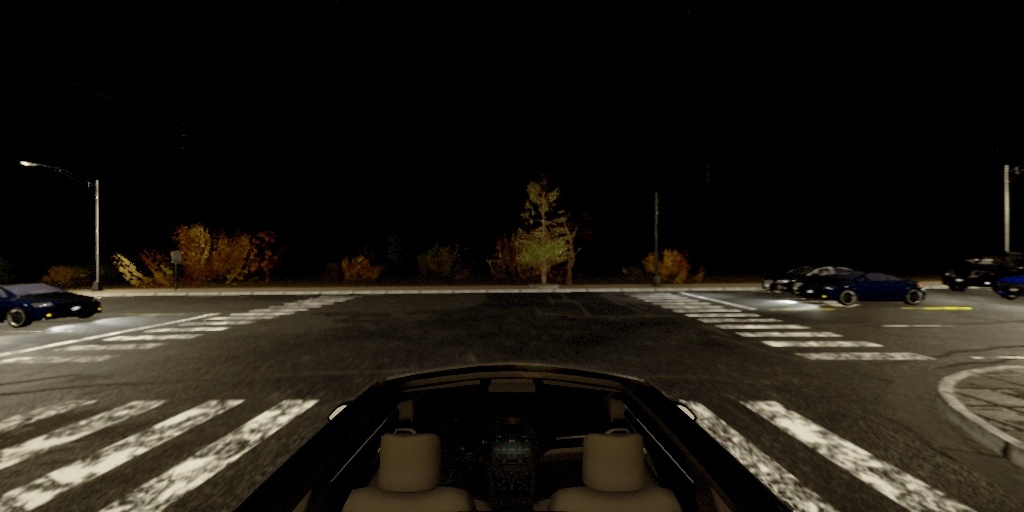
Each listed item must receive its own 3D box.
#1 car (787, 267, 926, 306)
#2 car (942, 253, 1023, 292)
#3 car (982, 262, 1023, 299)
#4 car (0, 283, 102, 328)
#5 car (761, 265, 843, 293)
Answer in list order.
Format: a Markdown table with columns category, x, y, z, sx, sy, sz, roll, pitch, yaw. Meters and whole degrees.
| category | x | y | z | sx | sy | sz | roll | pitch | yaw |
| --- | --- | --- | --- | --- | --- | --- | --- | --- | --- |
| car | 14.730 | 1.311 | 15.309 | 4.181 | 1.385 | 1.994 | -1 | 0 | 1 |
| car | 25.683 | 0.854 | 18.306 | 5.566 | 2.045 | 2.150 | -1 | 0 | 2 |
| car | 23.705 | 1.127 | 15.100 | 5.008 | 1.535 | 1.882 | -1 | 0 | 1 |
| car | -17.270 | 1.667 | 12.596 | 4.181 | 1.385 | 1.994 | -1 | 0 | 1 |
| car | 15.661 | 1.233 | 18.539 | 4.902 | 1.511 | 2.128 | -1 | 0 | 1 |
